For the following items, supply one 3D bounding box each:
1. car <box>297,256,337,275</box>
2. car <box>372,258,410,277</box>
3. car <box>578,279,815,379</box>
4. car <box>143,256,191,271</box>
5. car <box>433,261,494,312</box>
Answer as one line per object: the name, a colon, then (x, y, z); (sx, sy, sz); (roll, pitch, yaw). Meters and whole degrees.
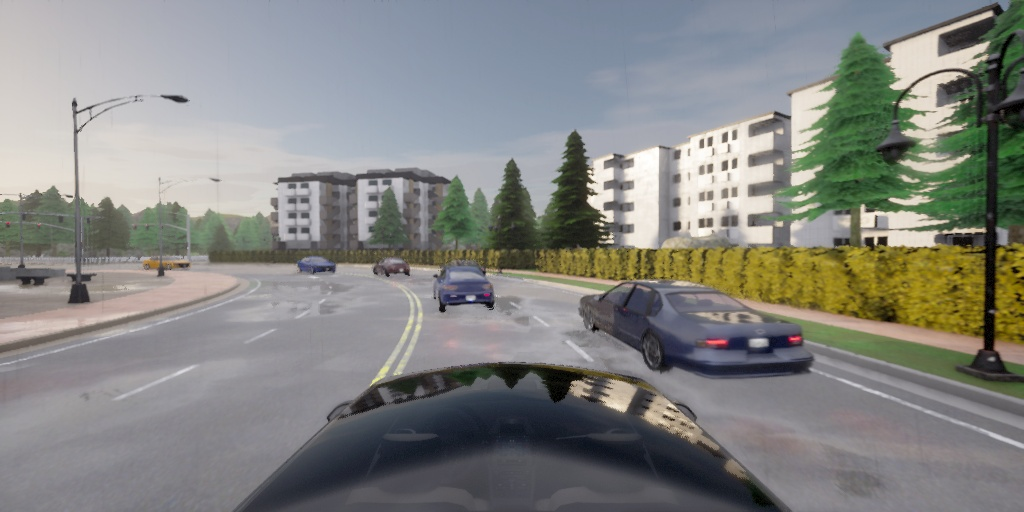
car: (-17.213, 0.790, 31.529); (5.008, 1.535, 1.882); (1, 1, 42)
car: (-9.663, 0.858, 28.656); (1.812, 1.442, 4.674); (-1, 1, -37)
car: (3.016, 1.190, 7.379); (2.033, 1.411, 5.357); (0, 1, -8)
car: (-37.082, 0.748, 38.579); (5.008, 1.535, 1.882); (0, 1, 14)
car: (-1.880, 1.088, 13.257); (1.812, 1.442, 4.674); (0, 1, -15)
